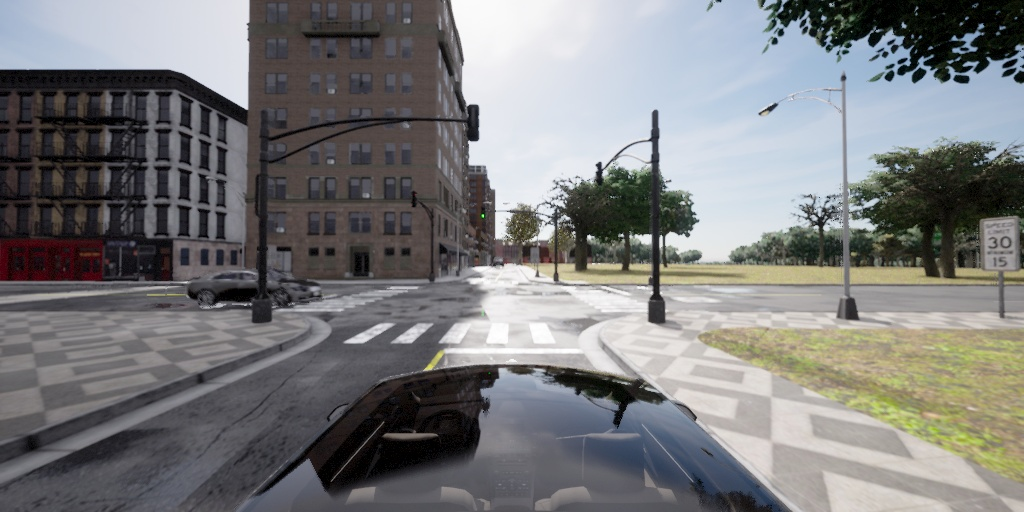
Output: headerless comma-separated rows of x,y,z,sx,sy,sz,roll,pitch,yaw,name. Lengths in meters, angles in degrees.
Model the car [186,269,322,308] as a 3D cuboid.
-10.546,1.296,14.875,4.902,1.511,2.128,0,-1,0,car
